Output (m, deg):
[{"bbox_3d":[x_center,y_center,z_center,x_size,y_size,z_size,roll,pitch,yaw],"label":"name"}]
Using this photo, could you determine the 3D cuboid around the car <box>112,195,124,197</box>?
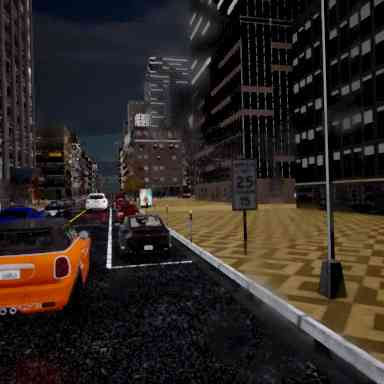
[{"bbox_3d":[-8.436,1.429,39.544,1.752,1.417,4.829,-1,0,-14],"label":"car"}]

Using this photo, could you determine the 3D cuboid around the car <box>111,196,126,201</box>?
[{"bbox_3d":[-7.088,1.454,33.976,1.887,1.381,4.507,-1,0,-14],"label":"car"}]

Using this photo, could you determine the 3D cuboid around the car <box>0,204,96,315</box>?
[{"bbox_3d":[-3.444,1.357,7.444,2.097,1.767,4.553,-2,0,-14],"label":"car"}]

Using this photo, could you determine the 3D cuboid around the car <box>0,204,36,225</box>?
[{"bbox_3d":[-13.922,1.719,26.601,1.802,1.307,4.206,-1,0,-14],"label":"car"}]

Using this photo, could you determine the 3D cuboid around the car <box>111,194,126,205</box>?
[{"bbox_3d":[-12.324,1.205,55.587,2.192,1.841,5.009,-1,0,-14],"label":"car"}]

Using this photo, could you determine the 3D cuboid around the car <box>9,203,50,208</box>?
[{"bbox_3d":[-8.994,1.555,17.209,1.882,1.535,5.008,-2,0,-13],"label":"car"}]

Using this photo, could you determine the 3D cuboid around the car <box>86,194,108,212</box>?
[{"bbox_3d":[-10.645,1.198,37.398,2.150,2.045,5.566,-2,0,-13],"label":"car"}]

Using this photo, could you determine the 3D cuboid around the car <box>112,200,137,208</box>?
[{"bbox_3d":[-4.471,1.501,23.169,1.802,1.307,4.206,-1,0,-14],"label":"car"}]

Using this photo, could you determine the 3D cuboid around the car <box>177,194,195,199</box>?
[{"bbox_3d":[-1.808,1.131,89.294,4.097,1.590,1.967,-1,-1,-14],"label":"car"}]

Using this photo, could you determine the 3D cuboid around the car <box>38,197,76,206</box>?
[{"bbox_3d":[-12.035,1.557,29.837,2.128,1.511,4.902,-2,0,-13],"label":"car"}]

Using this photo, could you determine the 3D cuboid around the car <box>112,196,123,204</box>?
[{"bbox_3d":[-13.629,1.430,60.992,1.887,1.381,4.507,-1,0,-14],"label":"car"}]

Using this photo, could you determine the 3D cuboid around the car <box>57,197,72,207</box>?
[{"bbox_3d":[-20.423,1.638,53.454,1.752,1.417,4.829,-1,0,-14],"label":"car"}]

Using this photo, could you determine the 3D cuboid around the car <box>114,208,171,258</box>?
[{"bbox_3d":[-1.855,1.480,12.362,2.008,1.369,4.403,-1,0,-14],"label":"car"}]

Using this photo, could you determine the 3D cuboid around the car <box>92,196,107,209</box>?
[{"bbox_3d":[-13.115,1.446,47.404,1.882,1.535,5.008,-2,0,-13],"label":"car"}]

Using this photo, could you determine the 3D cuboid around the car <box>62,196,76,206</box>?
[{"bbox_3d":[-21.772,1.548,59.022,1.967,1.590,4.097,-1,0,-14],"label":"car"}]

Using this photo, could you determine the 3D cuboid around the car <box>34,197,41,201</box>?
[{"bbox_3d":[-38.760,1.655,80.016,4.507,1.381,1.887,-1,-1,-14],"label":"car"}]
